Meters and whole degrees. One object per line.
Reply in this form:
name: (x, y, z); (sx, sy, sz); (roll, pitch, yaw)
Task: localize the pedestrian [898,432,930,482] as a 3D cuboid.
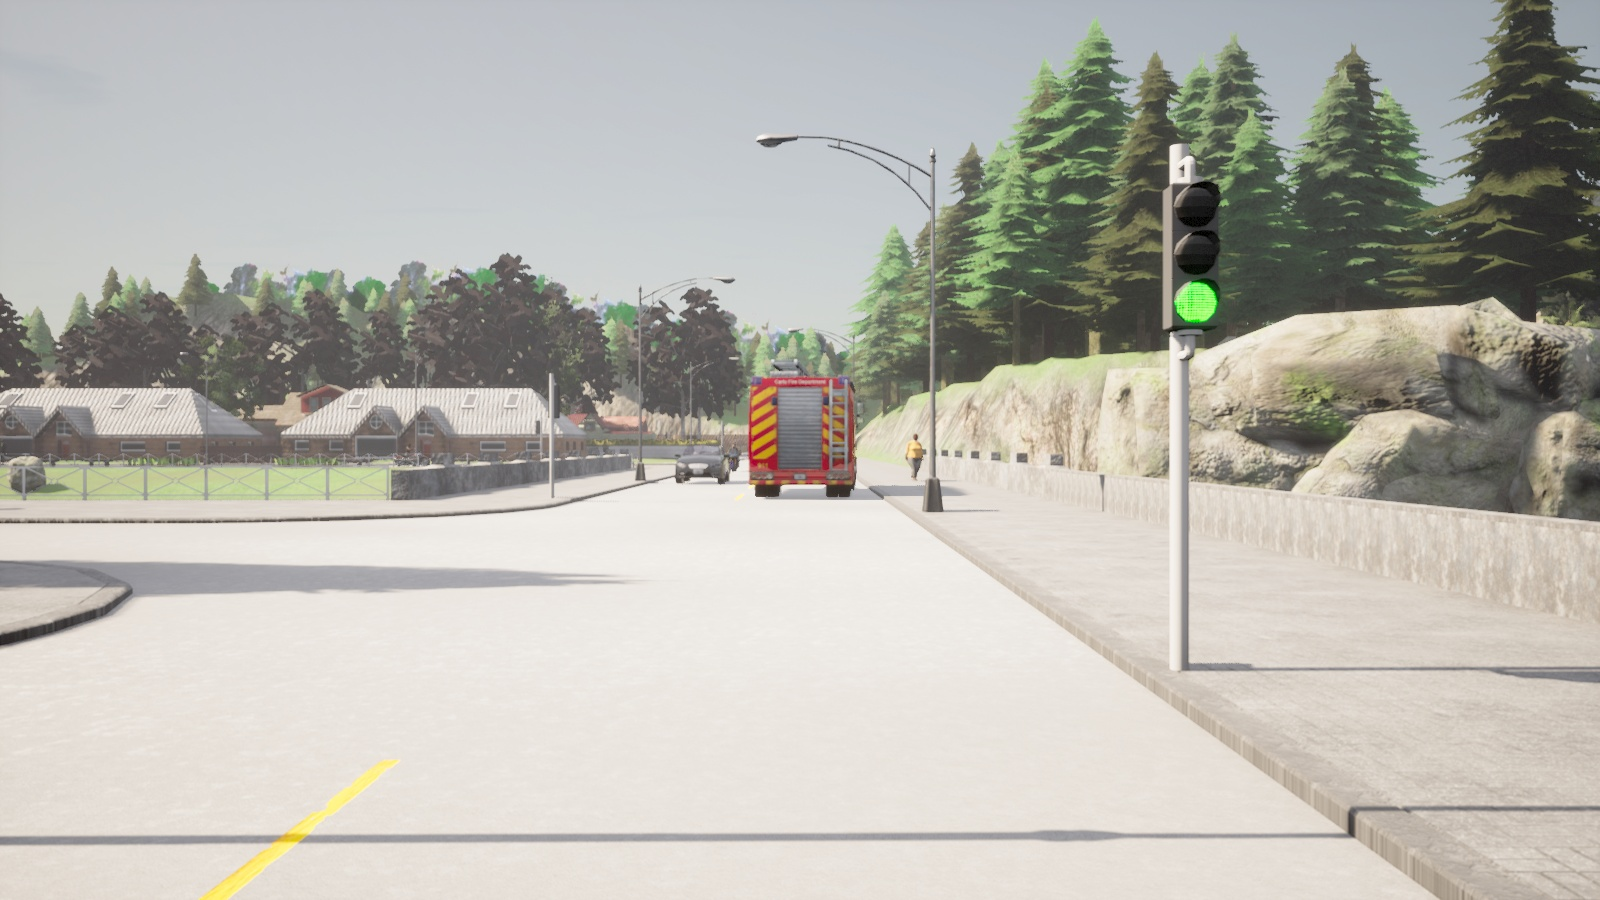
pedestrian: (4.258, 0.263, 46.798); (0.874, 1.855, 0.900); (0, 0, -21)

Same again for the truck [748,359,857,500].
truck: (0.249, -0.580, 38.515); (2.891, 3.827, 8.468); (0, 0, 3)

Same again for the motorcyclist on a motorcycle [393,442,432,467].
motorcyclist on a motorcycle: (-25.739, 0.324, 83.449); (2.350, 1.649, 0.766); (0, 0, 0)

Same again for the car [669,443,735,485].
car: (-3.715, 0.497, 48.261); (2.128, 1.511, 4.902); (0, 0, 0)

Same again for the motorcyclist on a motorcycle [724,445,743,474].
motorcyclist on a motorcycle: (-3.584, 0.493, 67.901); (0.866, 1.530, 2.191); (0, 0, 1)
